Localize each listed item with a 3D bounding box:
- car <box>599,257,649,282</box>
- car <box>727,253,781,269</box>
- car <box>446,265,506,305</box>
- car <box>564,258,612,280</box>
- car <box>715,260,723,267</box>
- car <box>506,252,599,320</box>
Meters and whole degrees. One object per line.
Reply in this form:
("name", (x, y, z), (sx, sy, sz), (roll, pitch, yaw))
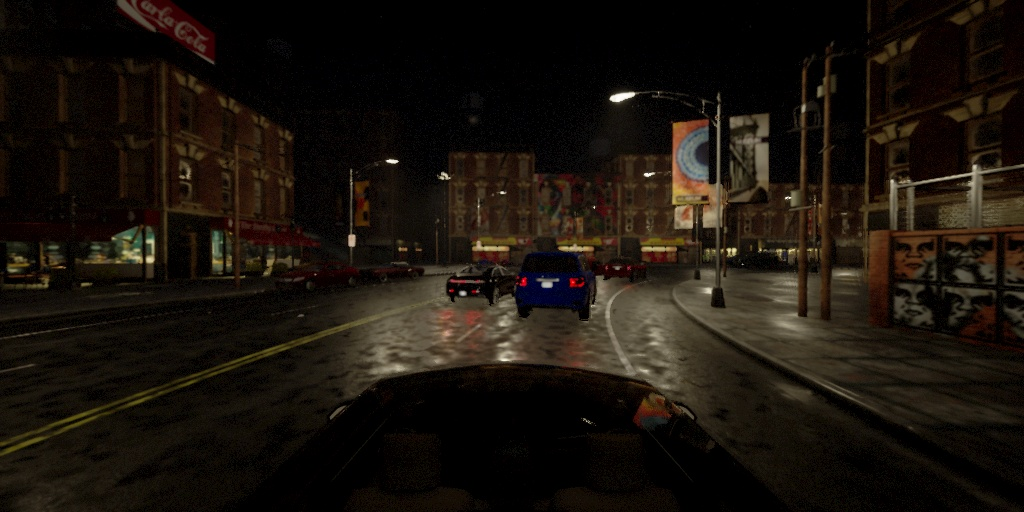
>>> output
("car", (8.483, 0.880, 26.364), (2.097, 1.767, 4.553), (1, 1, 35))
("car", (31.660, 0.607, 46.477), (5.566, 2.045, 2.150), (0, 0, -4))
("car", (-1.048, 1.108, 15.251), (2.128, 1.511, 4.902), (0, 1, 17))
("car", (6.353, 0.973, 29.356), (1.882, 1.535, 5.008), (0, 0, 37))
("car", (30.942, 0.827, 49.882), (5.008, 1.535, 1.882), (0, 0, -5))
("car", (1.712, 0.871, 12.483), (2.150, 2.045, 5.566), (0, 0, 16))
